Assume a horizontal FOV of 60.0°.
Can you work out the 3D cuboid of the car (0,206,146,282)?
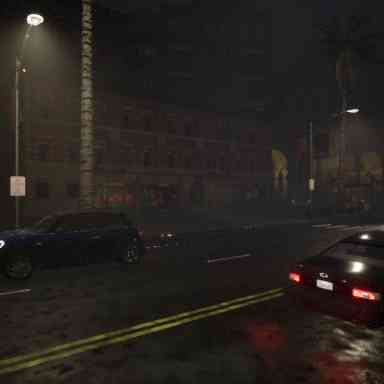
[{"bbox_3d":[-3.757,1.352,9.916,4.553,1.767,2.097,0,0,-36],"label":"car"}]

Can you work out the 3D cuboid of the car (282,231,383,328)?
[{"bbox_3d":[4.182,1.547,6.844,5.357,1.411,2.033,0,0,-36],"label":"car"}]
